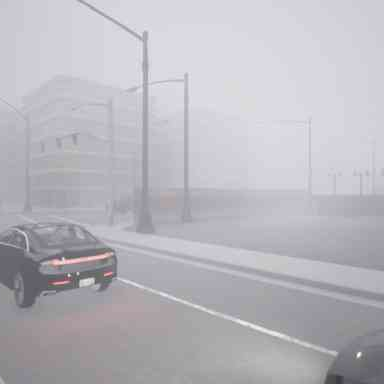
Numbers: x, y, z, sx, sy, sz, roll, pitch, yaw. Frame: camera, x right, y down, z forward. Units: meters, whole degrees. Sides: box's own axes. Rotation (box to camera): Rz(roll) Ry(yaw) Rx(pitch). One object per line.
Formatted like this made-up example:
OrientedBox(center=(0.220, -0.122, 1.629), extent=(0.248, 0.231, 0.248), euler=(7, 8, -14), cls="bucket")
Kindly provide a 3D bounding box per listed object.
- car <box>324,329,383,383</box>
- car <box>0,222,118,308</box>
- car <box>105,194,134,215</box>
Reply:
OrientedBox(center=(3.196, 1.505, 1.584), extent=(4.892, 1.490, 1.837), euler=(0, 0, 38), cls="car")
OrientedBox(center=(-3.647, 1.490, 8.041), extent=(2.128, 1.511, 4.902), euler=(0, 0, -43), cls="car")
OrientedBox(center=(-6.290, 1.215, 34.999), extent=(5.566, 2.045, 2.150), euler=(0, 0, -44), cls="car")
